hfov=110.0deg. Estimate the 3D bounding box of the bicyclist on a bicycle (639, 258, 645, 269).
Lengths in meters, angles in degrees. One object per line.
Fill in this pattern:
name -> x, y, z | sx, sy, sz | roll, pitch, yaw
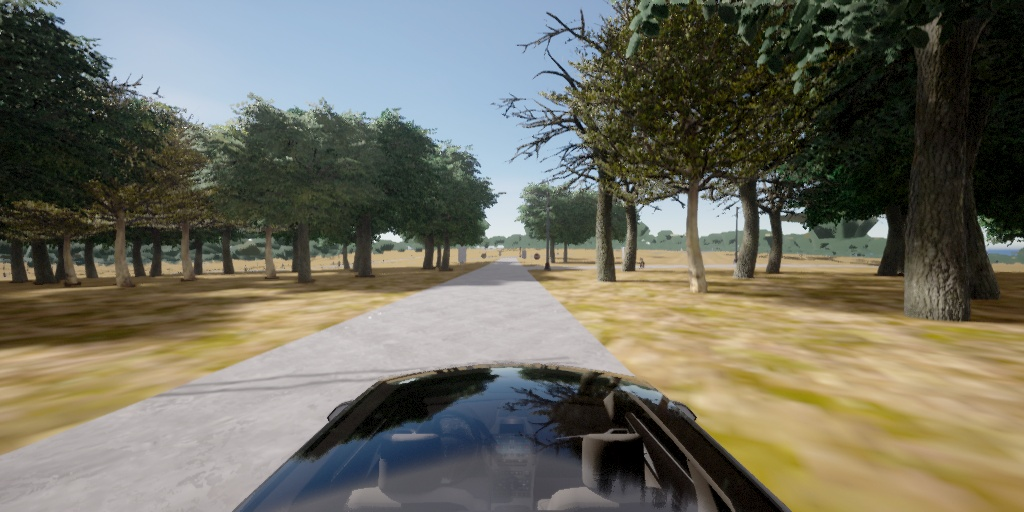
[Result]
bicyclist on a bicycle -> 18.545, 1.033, 51.362 | 0.582, 1.620, 1.656 | -1, 0, 0
